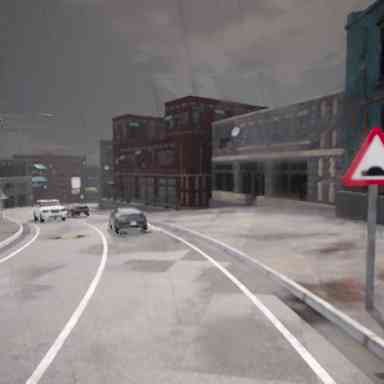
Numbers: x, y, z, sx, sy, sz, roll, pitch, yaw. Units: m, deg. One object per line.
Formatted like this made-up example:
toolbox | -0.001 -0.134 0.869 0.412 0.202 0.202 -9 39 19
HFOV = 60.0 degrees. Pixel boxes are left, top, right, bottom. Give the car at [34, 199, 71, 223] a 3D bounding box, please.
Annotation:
car | -13.571 1.728 31.623 2.150 2.045 5.566 -3 0 -33

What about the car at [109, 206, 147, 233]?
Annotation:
car | -3.963 1.615 20.374 1.812 1.442 4.674 -1 -1 -19

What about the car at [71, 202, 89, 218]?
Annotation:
car | -12.781 1.926 36.428 1.837 1.490 4.892 -3 1 -35
